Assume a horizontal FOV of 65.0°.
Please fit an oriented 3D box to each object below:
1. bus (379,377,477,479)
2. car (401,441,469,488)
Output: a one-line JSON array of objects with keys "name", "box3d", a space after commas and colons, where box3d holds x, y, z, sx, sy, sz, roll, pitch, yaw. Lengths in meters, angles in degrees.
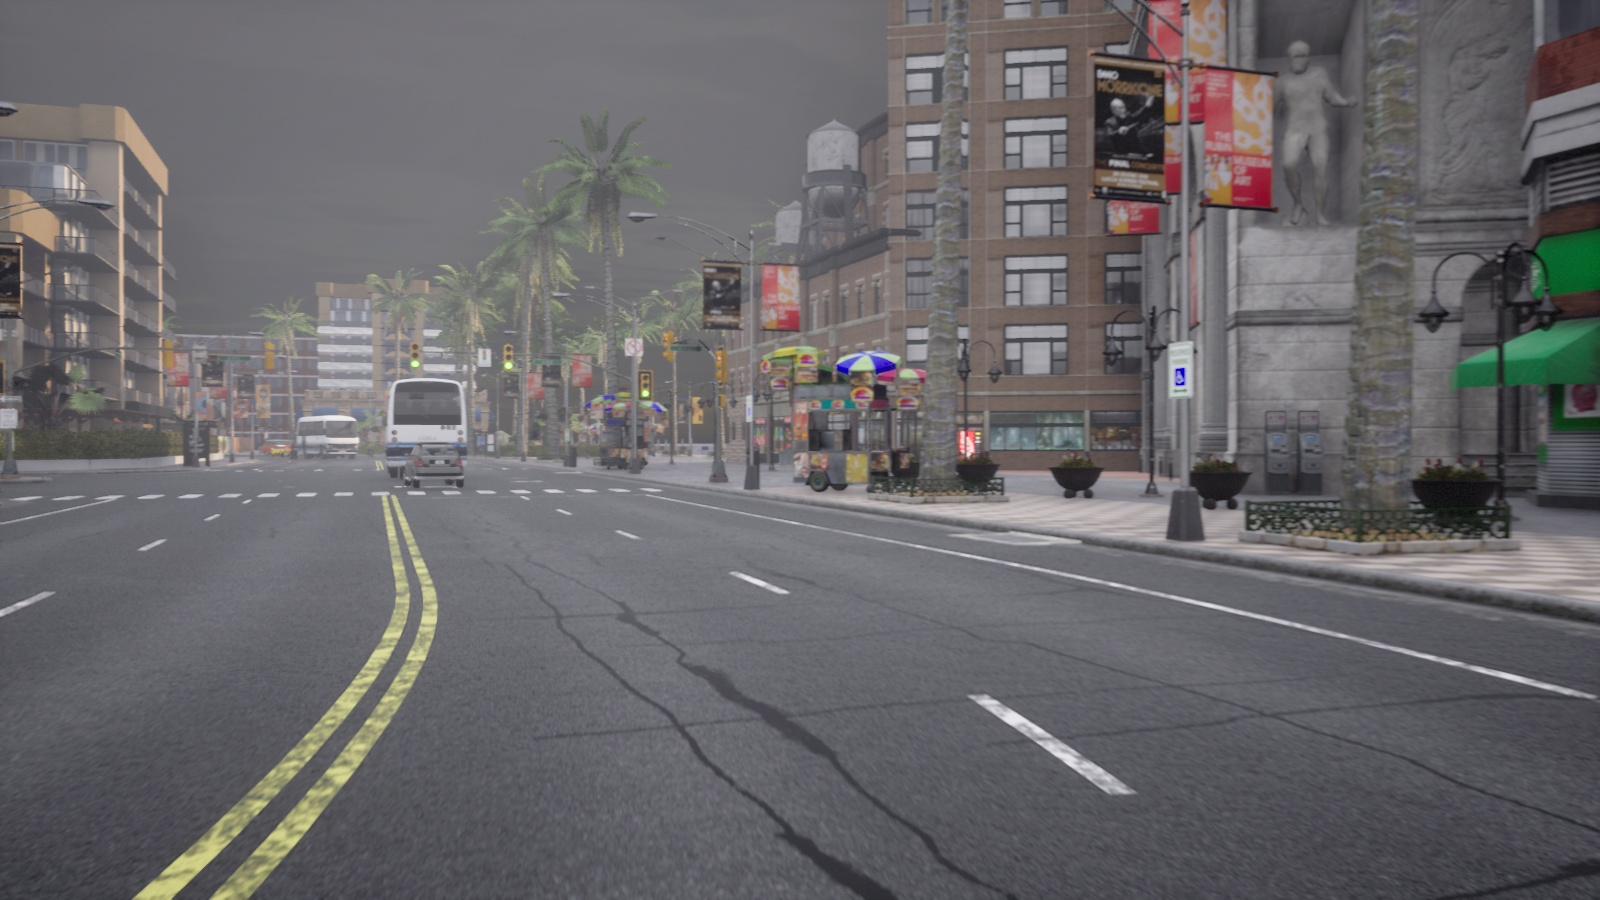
[{"name": "bus", "box3d": [-17.313, -0.953, 57.925, 3.944, 4.253, 10.273, 0, 0, -19]}, {"name": "car", "box3d": [-12.711, 0.482, 43.596, 1.789, 1.549, 3.705, 0, 0, -24]}]
